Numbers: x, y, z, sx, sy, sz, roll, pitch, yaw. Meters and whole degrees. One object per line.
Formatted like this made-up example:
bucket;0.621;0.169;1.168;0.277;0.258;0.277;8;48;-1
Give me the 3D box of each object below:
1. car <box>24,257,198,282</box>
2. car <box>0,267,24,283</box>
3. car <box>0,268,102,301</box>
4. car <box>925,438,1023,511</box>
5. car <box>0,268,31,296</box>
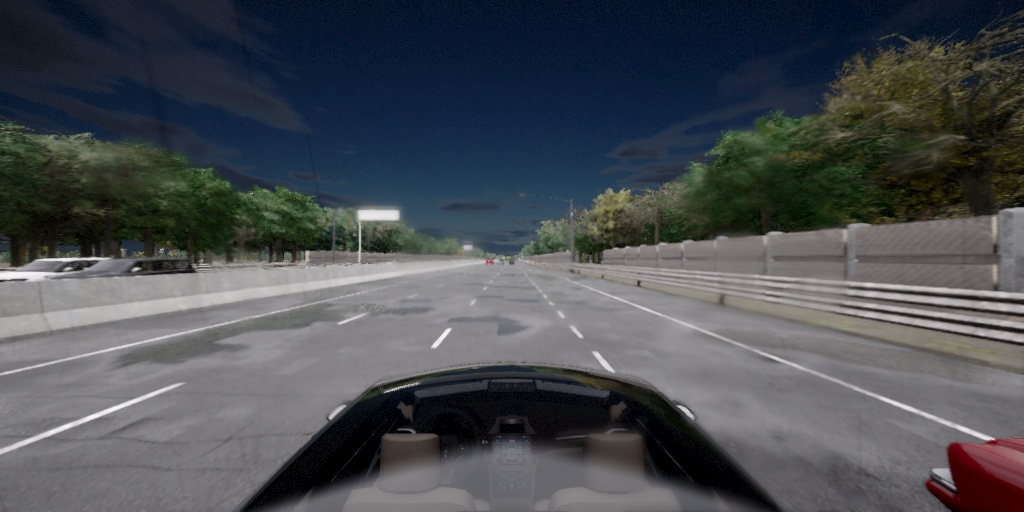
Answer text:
car;-17.604;1.076;16.585;2.150;2.045;5.566;0;0;0
car;-21.104;1.079;16.990;2.150;2.045;5.566;0;0;0
car;-24.602;1.392;18.359;1.812;1.442;4.674;0;0;0
car;3.599;1.340;0.109;1.895;1.301;4.718;0;0;0
car;-28.101;1.389;17.936;1.812;1.442;4.674;0;0;0
